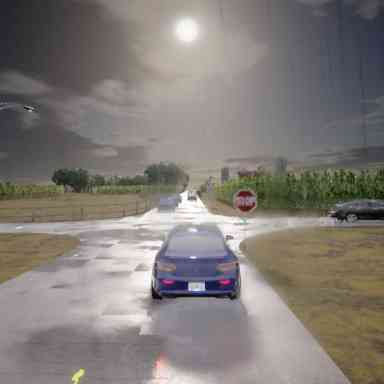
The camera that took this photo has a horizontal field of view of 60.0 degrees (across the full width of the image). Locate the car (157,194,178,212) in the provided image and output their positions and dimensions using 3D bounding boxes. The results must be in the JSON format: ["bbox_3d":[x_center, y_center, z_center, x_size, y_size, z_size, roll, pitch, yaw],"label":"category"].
[{"bbox_3d":[-2.823,1.358,37.156,1.882,1.535,5.008,0,0,-2],"label":"car"}]

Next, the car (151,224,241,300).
[{"bbox_3d":[0.087,1.525,8.240,1.812,1.442,4.674,0,0,0],"label":"car"}]

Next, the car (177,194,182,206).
[{"bbox_3d":[-2.871,1.407,47.151,1.895,1.301,4.718,0,0,0],"label":"car"}]

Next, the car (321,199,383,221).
[{"bbox_3d":[12.618,1.257,24.535,5.357,1.411,2.033,-1,0,-2],"label":"car"}]

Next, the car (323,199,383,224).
[{"bbox_3d":[11.456,1.238,21.723,4.892,1.490,1.837,-1,1,2],"label":"car"}]

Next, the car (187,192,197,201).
[{"bbox_3d":[0.063,1.186,69.532,1.895,1.301,4.718,0,1,0],"label":"car"}]
